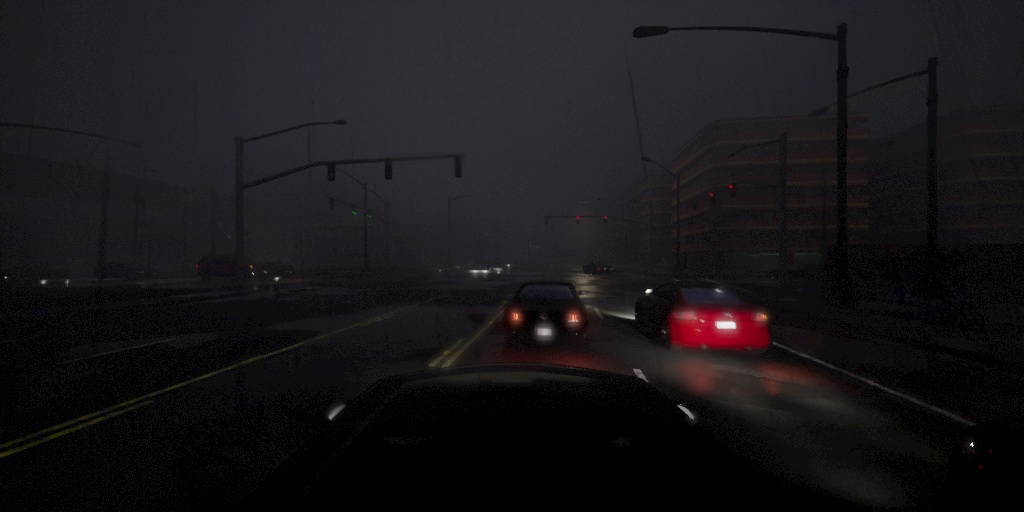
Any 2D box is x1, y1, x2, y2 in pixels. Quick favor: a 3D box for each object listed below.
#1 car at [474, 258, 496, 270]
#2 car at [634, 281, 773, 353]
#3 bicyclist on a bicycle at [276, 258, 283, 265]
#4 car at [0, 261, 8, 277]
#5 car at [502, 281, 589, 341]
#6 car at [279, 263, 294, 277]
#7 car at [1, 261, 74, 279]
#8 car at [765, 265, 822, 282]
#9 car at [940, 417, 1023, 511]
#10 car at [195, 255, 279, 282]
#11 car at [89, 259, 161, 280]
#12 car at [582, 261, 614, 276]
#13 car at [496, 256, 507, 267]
[{"bbox_3d":[-3.851,1.164,48.715,1.994,1.385,4.181,0,1,8],"label":"car"},{"bbox_3d":[4.405,1.312,8.920,1.994,1.385,4.181,0,0,7],"label":"car"},{"bbox_3d":[-26.397,1.044,40.606,0.582,1.620,1.656,0,0,7],"label":"bicyclist on a bicycle"},{"bbox_3d":[-51.148,1.269,35.282,4.674,1.442,1.812,0,0,35],"label":"car"},{"bbox_3d":[1.002,1.349,9.923,1.895,1.301,4.718,0,0,8],"label":"car"},{"bbox_3d":[-22.388,1.268,32.811,4.674,1.442,1.812,0,0,7],"label":"car"},{"bbox_3d":[-41.836,1.345,31.600,4.718,1.301,1.895,0,0,12],"label":"car"},{"bbox_3d":[22.457,1.343,27.628,4.718,1.301,1.895,0,0,7],"label":"car"},{"bbox_3d":[3.640,1.242,0.209,2.128,1.511,4.902,0,0,1],"label":"car"},{"bbox_3d":[-22.499,0.965,29.093,5.566,2.045,2.150,0,0,7],"label":"car"},{"bbox_3d":[-32.430,1.222,30.270,5.008,1.535,1.882,0,0,7],"label":"car"},{"bbox_3d":[8.514,1.241,35.789,2.033,1.411,5.357,0,0,-3],"label":"car"},{"bbox_3d":[-2.499,1.049,58.568,1.895,1.301,4.718,0,1,8],"label":"car"}]
